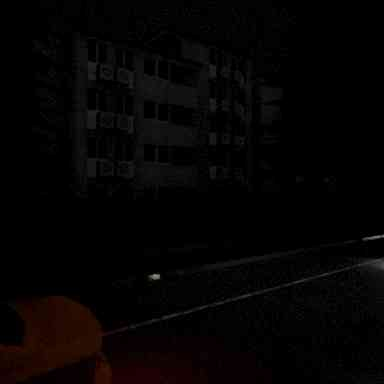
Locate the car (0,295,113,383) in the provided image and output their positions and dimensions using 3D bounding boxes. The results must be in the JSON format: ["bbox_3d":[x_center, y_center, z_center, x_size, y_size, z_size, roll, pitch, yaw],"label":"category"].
[{"bbox_3d":[-2.949,1.478,1.788,5.008,1.535,1.882,0,0,-37],"label":"car"}]
